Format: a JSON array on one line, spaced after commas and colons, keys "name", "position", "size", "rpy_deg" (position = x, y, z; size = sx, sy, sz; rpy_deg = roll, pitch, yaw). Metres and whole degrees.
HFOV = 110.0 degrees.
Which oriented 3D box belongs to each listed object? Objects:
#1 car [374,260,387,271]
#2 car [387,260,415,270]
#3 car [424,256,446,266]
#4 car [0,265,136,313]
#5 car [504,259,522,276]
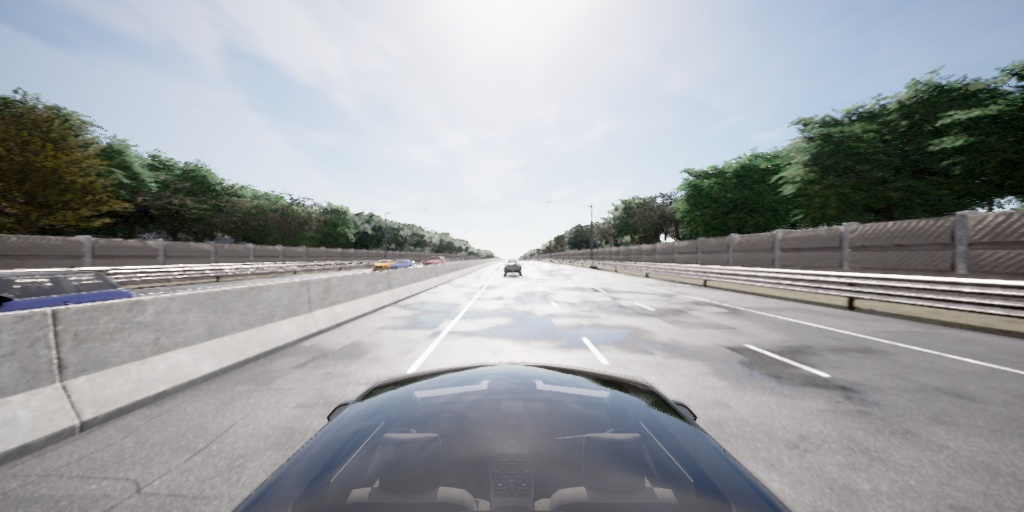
[{"name": "car", "position": [-17.557, 1.268, 50.003], "size": [1.882, 1.535, 5.008], "rpy_deg": [0, 0, 1]}, {"name": "car", "position": [-14.063, 1.263, 46.419], "size": [1.882, 1.535, 5.008], "rpy_deg": [0, 0, 0]}, {"name": "car", "position": [-10.548, 1.005, 49.723], "size": [2.150, 2.045, 5.566], "rpy_deg": [0, 0, 1]}, {"name": "car", "position": [-10.595, 1.105, 7.221], "size": [2.097, 1.767, 4.553], "rpy_deg": [0, 0, 0]}, {"name": "car", "position": [0.093, 1.268, 38.469], "size": [2.128, 1.511, 4.902], "rpy_deg": [0, 0, 0]}]
